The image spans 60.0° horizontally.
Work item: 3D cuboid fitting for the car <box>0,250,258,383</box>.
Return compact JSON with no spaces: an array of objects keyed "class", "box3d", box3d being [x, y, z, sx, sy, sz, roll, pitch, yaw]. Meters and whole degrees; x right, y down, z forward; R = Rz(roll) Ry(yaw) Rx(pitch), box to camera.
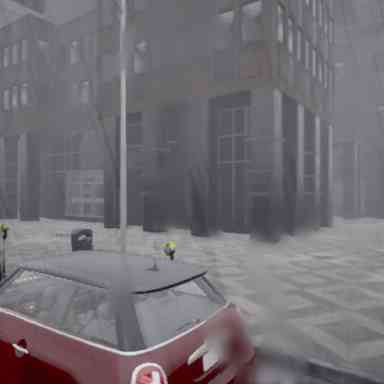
[{"class":"car","box3d":[-1.415,1.440,3.961,4.097,1.590,1.967,0,0,35]}]
